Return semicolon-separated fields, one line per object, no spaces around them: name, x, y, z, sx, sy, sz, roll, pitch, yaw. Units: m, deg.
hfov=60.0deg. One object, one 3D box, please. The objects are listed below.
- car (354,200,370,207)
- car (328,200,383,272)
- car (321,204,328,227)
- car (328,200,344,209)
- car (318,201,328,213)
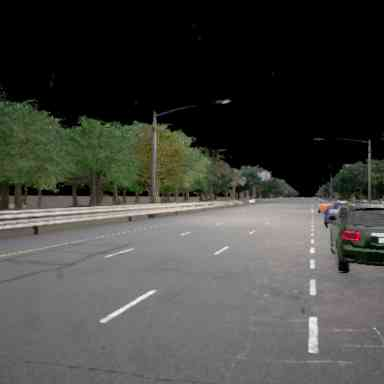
car;40.647;2.699;79.398;4.892;1.490;1.837;1;-1;-42
car;5.919;1.393;11.111;2.150;2.045;5.566;0;-1;20
car;11.267;1.906;25.858;1.812;1.442;4.674;0;-1;20
car;27.772;2.414;64.087;1.882;1.535;5.008;0;-1;35
car;19.305;2.025;47.735;2.097;1.767;4.553;0;-1;22
